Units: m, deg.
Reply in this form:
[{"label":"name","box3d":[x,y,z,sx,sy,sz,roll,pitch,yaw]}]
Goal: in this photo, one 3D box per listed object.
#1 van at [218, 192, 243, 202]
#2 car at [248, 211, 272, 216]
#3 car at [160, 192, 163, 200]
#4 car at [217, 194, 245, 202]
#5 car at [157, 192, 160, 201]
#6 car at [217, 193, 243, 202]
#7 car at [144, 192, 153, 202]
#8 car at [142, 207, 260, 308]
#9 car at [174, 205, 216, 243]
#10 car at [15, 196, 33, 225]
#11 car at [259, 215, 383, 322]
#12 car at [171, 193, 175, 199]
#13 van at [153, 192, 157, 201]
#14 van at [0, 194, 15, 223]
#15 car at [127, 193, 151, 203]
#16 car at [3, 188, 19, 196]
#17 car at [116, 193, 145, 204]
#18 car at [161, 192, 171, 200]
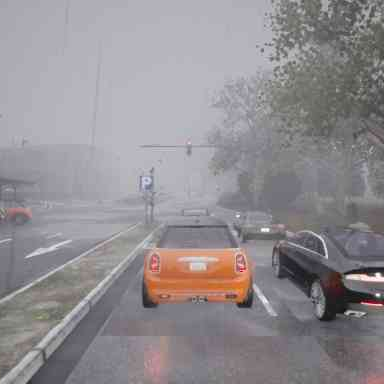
[{"label":"van","box3d":[7.224,1.041,63.638,4.442,1.987,1.878,1,0,-14]},{"label":"car","box3d":[3.145,1.587,16.157,1.994,1.385,4.181,0,0,1]},{"label":"car","box3d":[-9.711,1.358,75.978,4.674,1.452,2.002,-1,0,-13]},{"label":"car","box3d":[8.138,1.262,69.602,5.366,1.575,1.946,1,0,-13]},{"label":"car","box3d":[-10.081,1.320,72.982,4.892,1.521,2.231,-1,0,-14]},{"label":"car","box3d":[7.604,1.140,66.608,4.553,1.767,2.185,1,0,-14]},{"label":"car","box3d":[-10.860,1.314,64.018,5.366,1.575,1.946,-1,0,-15]},{"label":"car","box3d":[0.104,1.363,8.121,2.097,1.767,4.553,0,0,0]},{"label":"car","box3d":[0.154,1.531,17.207,1.837,1.490,4.892,0,0,1]},{"label":"car","box3d":[-13.649,1.402,23.217,4.553,1.767,2.185,-1,0,-19]},{"label":"car","box3d":[3.102,1.501,7.245,2.128,1.511,4.902,0,0,0]},{"label":"car","box3d":[-8.085,1.064,87.969,5.566,2.045,2.435,-1,0,-12]},{"label":"van","box3d":[-10.306,1.092,70.011,4.442,1.987,1.878,-1,0,-14]},{"label":"van","box3d":[-13.622,1.296,20.240,4.442,1.987,1.878,-1,0,-20]},{"label":"car","box3d":[-10.769,1.195,66.970,4.553,1.767,2.185,-1,0,-14]},{"label":"car","box3d":[-28.214,0.136,51.878,2.002,1.452,4.674,6,-3,-19]},{"label":"car","box3d":[-11.502,1.357,61.026,4.792,1.488,2.163,-1,0,-15]},{"label":"car","box3d":[-8.532,1.356,84.963,4.674,1.452,2.002,-1,0,-12]}]
